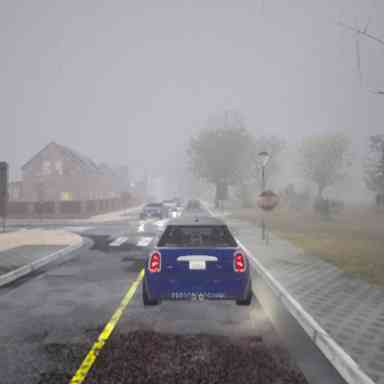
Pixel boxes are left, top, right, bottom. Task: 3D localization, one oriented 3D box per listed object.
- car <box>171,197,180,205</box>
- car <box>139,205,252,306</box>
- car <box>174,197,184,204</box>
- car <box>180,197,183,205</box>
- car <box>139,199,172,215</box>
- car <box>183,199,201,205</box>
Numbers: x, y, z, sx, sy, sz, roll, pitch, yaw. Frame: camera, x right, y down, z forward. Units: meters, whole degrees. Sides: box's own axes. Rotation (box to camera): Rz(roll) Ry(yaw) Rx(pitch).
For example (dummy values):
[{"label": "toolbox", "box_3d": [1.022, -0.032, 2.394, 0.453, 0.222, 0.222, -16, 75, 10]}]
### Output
[{"label": "car", "box_3d": [-2.785, 1.594, 39.990, 1.812, 1.442, 4.674, 0, 0, 0]}, {"label": "car", "box_3d": [0.104, 1.359, 8.211, 2.097, 1.767, 4.553, 0, 0, 0]}, {"label": "car", "box_3d": [-2.626, 1.719, 69.045, 1.837, 1.490, 4.892, 0, 0, 0]}, {"label": "car", "box_3d": [-2.732, 1.618, 53.218, 1.837, 1.490, 4.892, 0, 0, 1]}, {"label": "car", "box_3d": [-3.207, 1.567, 28.807, 1.812, 1.442, 4.674, 0, 0, 5]}, {"label": "car", "box_3d": [0.169, 1.627, 43.578, 2.033, 1.411, 5.357, 0, 0, 0]}]
